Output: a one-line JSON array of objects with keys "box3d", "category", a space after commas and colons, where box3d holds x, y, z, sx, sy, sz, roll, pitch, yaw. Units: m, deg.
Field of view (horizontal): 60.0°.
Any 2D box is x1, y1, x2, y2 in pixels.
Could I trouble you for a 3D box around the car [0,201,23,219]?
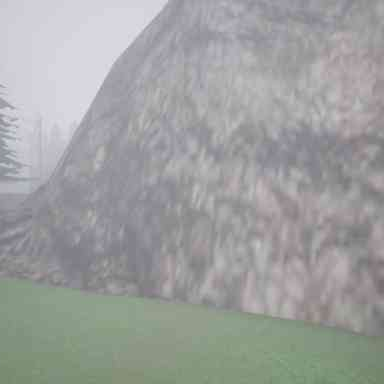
[{"box3d": [-16.156, 1.491, 26.671, 2.128, 1.511, 4.902, 0, 0, 29], "category": "car"}]
